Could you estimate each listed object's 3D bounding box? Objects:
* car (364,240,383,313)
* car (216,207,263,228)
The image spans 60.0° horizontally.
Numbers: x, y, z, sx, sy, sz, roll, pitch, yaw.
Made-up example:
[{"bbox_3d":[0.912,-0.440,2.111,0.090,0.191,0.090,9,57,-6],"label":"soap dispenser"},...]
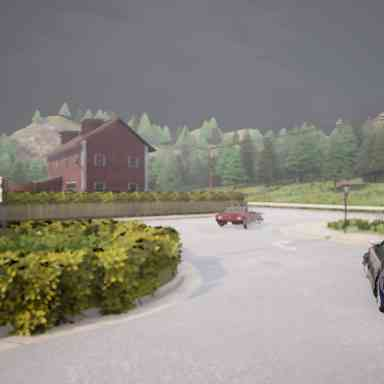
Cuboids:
[{"bbox_3d":[4.978,1.586,7.204,1.994,1.385,4.181,0,0,25],"label":"car"},{"bbox_3d":[3.345,1.642,22.617,1.895,1.301,4.718,0,0,26],"label":"car"}]
